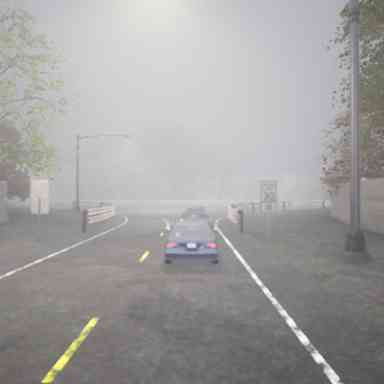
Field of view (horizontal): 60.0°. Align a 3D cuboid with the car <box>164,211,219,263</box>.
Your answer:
[{"bbox_3d":[0.002,1.682,12.519,2.033,1.411,5.357,0,-1,0],"label":"car"}]

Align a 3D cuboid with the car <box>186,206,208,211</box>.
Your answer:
[{"bbox_3d":[0.394,1.865,28.209,1.994,1.385,4.181,0,-1,8],"label":"car"}]
